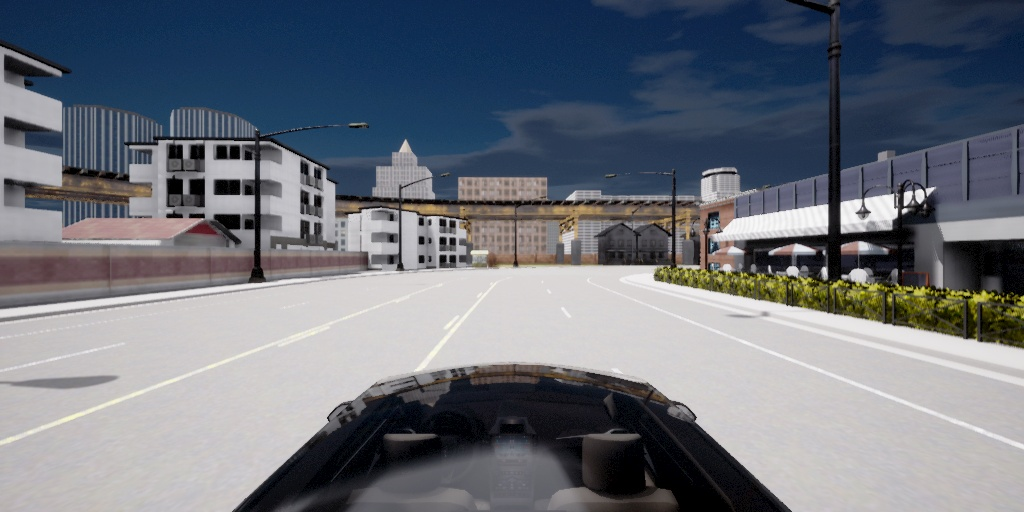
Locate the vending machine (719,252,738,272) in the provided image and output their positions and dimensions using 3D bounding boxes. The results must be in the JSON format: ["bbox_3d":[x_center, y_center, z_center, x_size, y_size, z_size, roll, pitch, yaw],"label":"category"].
[{"bbox_3d":[24.682,0.928,40.802,0.880,2.100,1.100,0,0,-4],"label":"vending machine"}]
